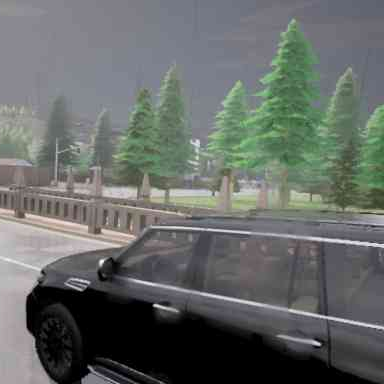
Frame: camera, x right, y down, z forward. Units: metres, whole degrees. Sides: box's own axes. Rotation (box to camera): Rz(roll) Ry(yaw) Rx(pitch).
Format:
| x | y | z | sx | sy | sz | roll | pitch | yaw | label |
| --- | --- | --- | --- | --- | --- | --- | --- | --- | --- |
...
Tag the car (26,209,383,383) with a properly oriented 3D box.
| x | y | z | sx | sy | sz | roll | pitch | yaw | label |
| --- | --- | --- | --- | --- | --- | --- | --- | --- | --- |
| 0.472 | 1.212 | 3.646 | 5.566 | 2.045 | 2.150 | 1 | 1 | 36 | car |
